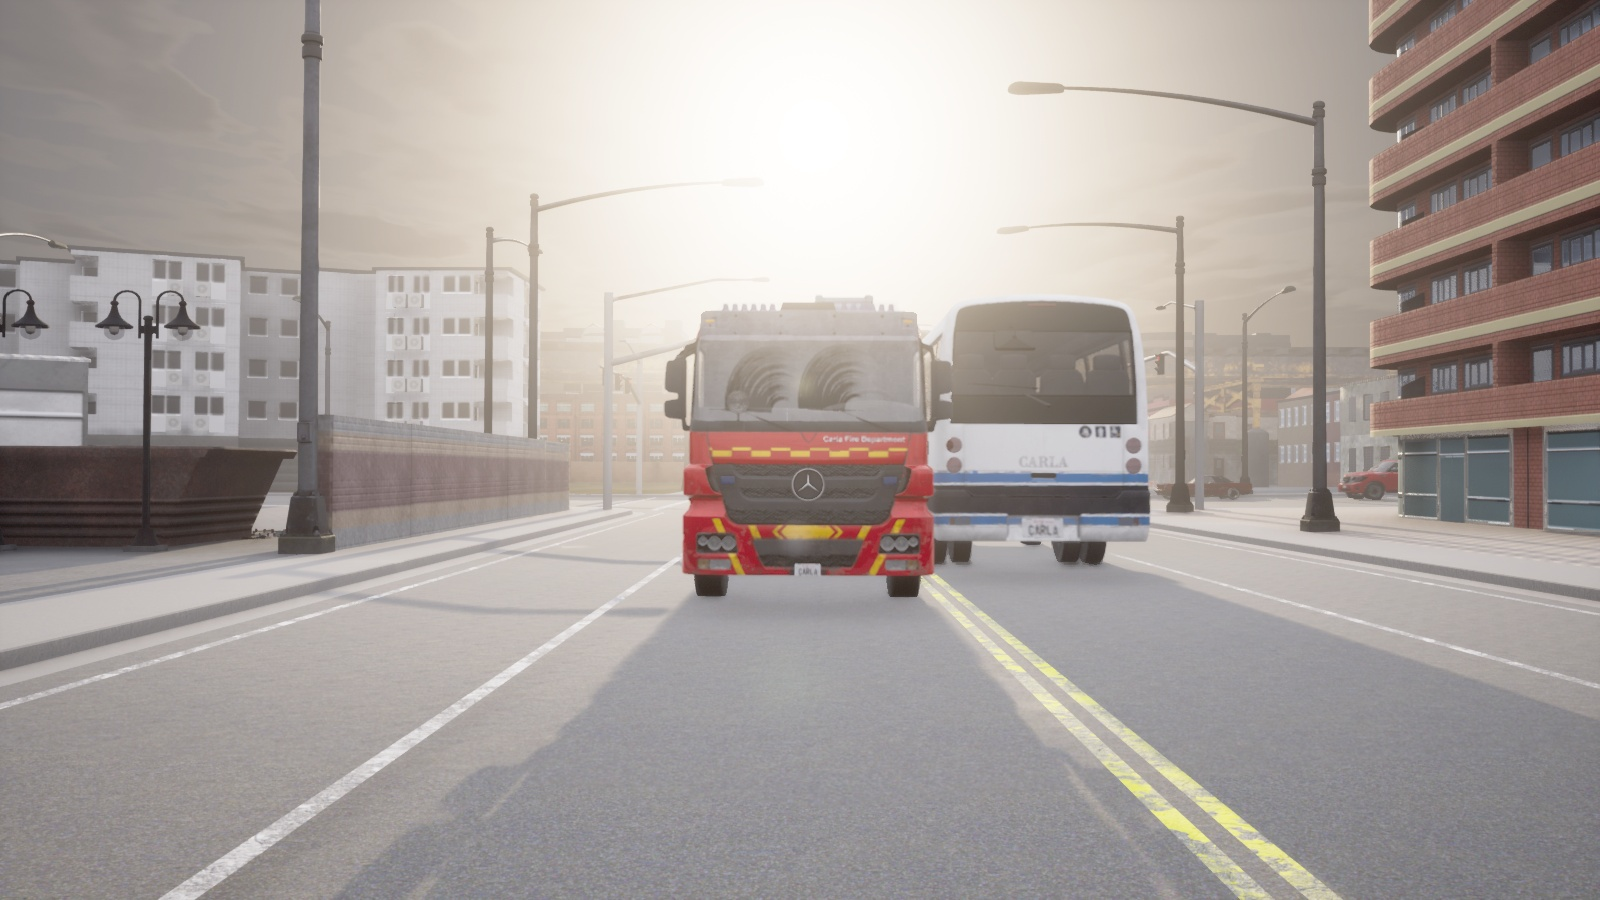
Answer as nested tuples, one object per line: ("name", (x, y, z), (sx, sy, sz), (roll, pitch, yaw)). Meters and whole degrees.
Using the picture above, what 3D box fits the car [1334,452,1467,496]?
("car", (29.854, 1.207, 62.560), (5.566, 2.045, 2.150), (-1, -1, -2))

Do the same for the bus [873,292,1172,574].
("bus", (3.649, -0.173, 24.082), (3.944, 4.253, 10.273), (0, -1, 0))

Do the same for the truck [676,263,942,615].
("truck", (0.116, -0.050, 17.939), (2.891, 3.827, 8.468), (0, -1, 0))

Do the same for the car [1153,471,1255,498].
("car", (21.271, 1.809, 66.245), (4.718, 1.301, 1.895), (-1, -1, 1))
